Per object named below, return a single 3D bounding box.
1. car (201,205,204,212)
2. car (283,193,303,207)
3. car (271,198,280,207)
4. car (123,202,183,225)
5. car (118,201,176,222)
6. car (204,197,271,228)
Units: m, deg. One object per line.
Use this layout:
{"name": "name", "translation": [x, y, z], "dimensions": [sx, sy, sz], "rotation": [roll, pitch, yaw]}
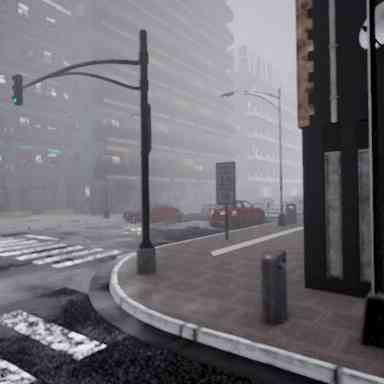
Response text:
{"name": "car", "translation": [2.625, 1.371, 34.026], "dimensions": [2.008, 1.369, 4.403], "rotation": [-1, 0, 36]}
{"name": "car", "translation": [13.160, 1.209, 44.028], "dimensions": [2.033, 1.411, 5.357], "rotation": [-1, 0, 37]}
{"name": "car", "translation": [9.292, 1.298, 43.186], "dimensions": [1.947, 1.339, 4.313], "rotation": [-1, 0, 36]}
{"name": "car", "translation": [-2.498, 1.433, 22.594], "dimensions": [1.994, 1.385, 4.181], "rotation": [-1, 0, 36]}
{"name": "car", "translation": [-3.392, 1.446, 25.910], "dimensions": [1.887, 1.381, 4.507], "rotation": [-1, 0, 36]}
{"name": "car", "translation": [2.825, 1.194, 19.872], "dimensions": [1.967, 1.590, 4.097], "rotation": [-1, 0, 36]}
